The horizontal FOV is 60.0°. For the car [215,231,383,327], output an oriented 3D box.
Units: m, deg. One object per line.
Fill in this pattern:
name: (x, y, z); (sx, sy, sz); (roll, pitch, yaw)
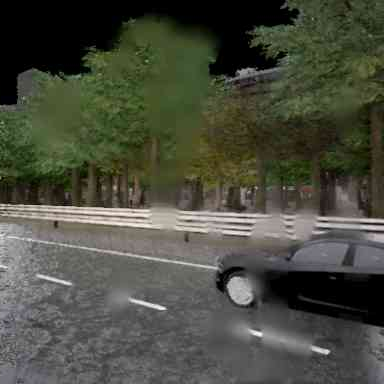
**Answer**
car: (2.776, 1.479, 6.188); (5.008, 1.535, 1.882); (0, 0, 35)
